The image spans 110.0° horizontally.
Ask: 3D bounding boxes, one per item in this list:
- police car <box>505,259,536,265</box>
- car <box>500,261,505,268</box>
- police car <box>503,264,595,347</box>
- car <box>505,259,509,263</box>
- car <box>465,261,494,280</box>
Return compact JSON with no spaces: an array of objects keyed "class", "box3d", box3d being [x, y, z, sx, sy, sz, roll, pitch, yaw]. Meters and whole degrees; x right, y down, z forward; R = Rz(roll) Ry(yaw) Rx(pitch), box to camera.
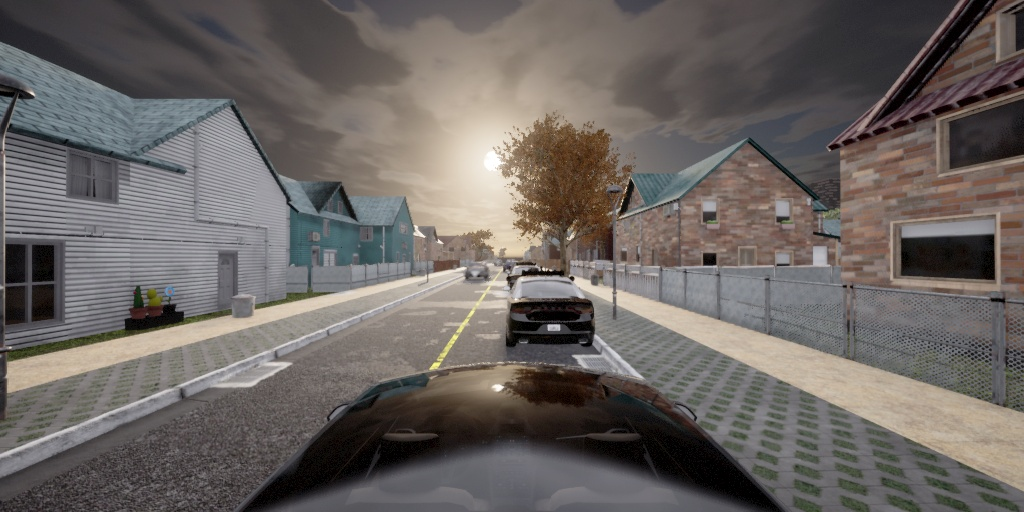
[{"class":"police car","box3d":[0.760,1.184,19.489,1.930,1.638,5.238,0,0,0]},{"class":"car","box3d":[-0.133,1.214,49.086,2.097,1.767,4.553,0,0,0]},{"class":"police car","box3d":[0.798,1.178,9.489,1.930,1.638,5.238,0,0,0]},{"class":"car","box3d":[0.737,1.113,25.349,2.097,1.767,4.553,0,0,0]},{"class":"car","box3d":[-2.959,1.260,31.133,2.128,1.511,4.902,0,0,0]}]
